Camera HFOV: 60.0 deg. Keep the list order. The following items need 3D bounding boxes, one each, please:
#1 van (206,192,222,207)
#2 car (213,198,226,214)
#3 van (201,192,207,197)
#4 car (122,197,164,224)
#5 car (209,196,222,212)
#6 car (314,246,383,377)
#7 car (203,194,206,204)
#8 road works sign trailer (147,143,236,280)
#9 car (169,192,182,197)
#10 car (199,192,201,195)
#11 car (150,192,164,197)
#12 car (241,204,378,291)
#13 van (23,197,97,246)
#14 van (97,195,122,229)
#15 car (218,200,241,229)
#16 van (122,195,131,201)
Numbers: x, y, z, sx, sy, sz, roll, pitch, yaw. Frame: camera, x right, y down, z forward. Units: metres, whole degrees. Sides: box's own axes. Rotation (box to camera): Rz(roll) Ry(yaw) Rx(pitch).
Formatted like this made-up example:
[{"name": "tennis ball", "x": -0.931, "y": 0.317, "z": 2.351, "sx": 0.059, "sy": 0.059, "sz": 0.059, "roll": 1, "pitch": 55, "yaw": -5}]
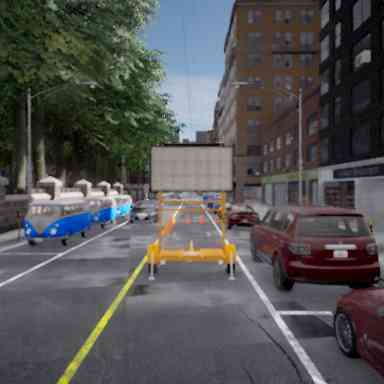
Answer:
[{"name": "van", "x": 2.832, "y": 1.061, "z": 37.065, "sx": 1.690, "sy": 1.788, "sz": 3.998, "roll": 0, "pitch": 0, "yaw": 0}, {"name": "car", "x": 2.840, "y": 1.392, "z": 25.746, "sx": 1.802, "sy": 1.307, "sz": 4.206, "roll": 0, "pitch": 0, "yaw": 0}, {"name": "van", "x": 2.822, "y": 0.918, "z": 54.045, "sx": 1.690, "sy": 1.788, "sz": 3.998, "roll": 0, "pitch": 1, "yaw": 0}, {"name": "car", "x": -3.112, "y": 1.322, "z": 23.063, "sx": 2.128, "sy": 1.511, "sz": 4.902, "roll": 0, "pitch": 0, "yaw": 0}, {"name": "car", "x": 2.836, "y": 1.347, "z": 31.406, "sx": 1.802, "sy": 1.307, "sz": 4.206, "roll": 0, "pitch": 0, "yaw": 0}, {"name": "car", "x": 2.853, "y": 1.559, "z": 3.105, "sx": 1.802, "sy": 1.307, "sz": 4.206, "roll": 0, "pitch": 0, "yaw": 0}, {"name": "car", "x": 2.830, "y": 1.218, "z": 42.727, "sx": 1.887, "sy": 1.381, "sz": 4.507, "roll": 0, "pitch": 0, "yaw": 0}, {"name": "road works sign trailer", "x": -0.005, "y": 0.395, "z": 9.710, "sx": 2.380, "sy": 3.560, "sz": 2.880, "roll": 0, "pitch": 0, "yaw": 0}, {"name": "car", "x": -3.040, "y": 0.728, "z": 64.498, "sx": 2.128, "sy": 1.511, "sz": 4.902, "roll": 0, "pitch": 1, "yaw": 0}, {"name": "car", "x": 2.819, "y": 1.093, "z": 59.707, "sx": 1.947, "sy": 1.339, "sz": 4.313, "roll": 0, "pitch": 1, "yaw": 0}, {"name": "car", "x": -5.702, "y": 0.893, "z": 54.000, "sx": 2.192, "sy": 1.841, "sz": 5.009, "roll": 0, "pitch": 0, "yaw": 0}, {"name": "car", "x": 2.849, "y": 1.252, "z": 8.763, "sx": 2.192, "sy": 1.841, "sz": 5.009, "roll": 0, "pitch": 0, "yaw": 0}, {"name": "van", "x": -5.679, "y": 1.238, "z": 14.396, "sx": 1.690, "sy": 1.788, "sz": 3.998, "roll": 0, "pitch": 0, "yaw": 0}, {"name": "van", "x": -5.683, "y": 1.195, "z": 20.053, "sx": 1.690, "sy": 1.788, "sz": 3.998, "roll": 0, "pitch": 0, "yaw": 0}, {"name": "car", "x": 2.843, "y": 1.398, "z": 20.085, "sx": 1.887, "sy": 1.381, "sz": 4.507, "roll": 0, "pitch": 0, "yaw": 0}, {"name": "van", "x": -5.686, "y": 1.152, "z": 25.711, "sx": 1.690, "sy": 1.788, "sz": 3.998, "roll": 0, "pitch": 0, "yaw": 0}]
